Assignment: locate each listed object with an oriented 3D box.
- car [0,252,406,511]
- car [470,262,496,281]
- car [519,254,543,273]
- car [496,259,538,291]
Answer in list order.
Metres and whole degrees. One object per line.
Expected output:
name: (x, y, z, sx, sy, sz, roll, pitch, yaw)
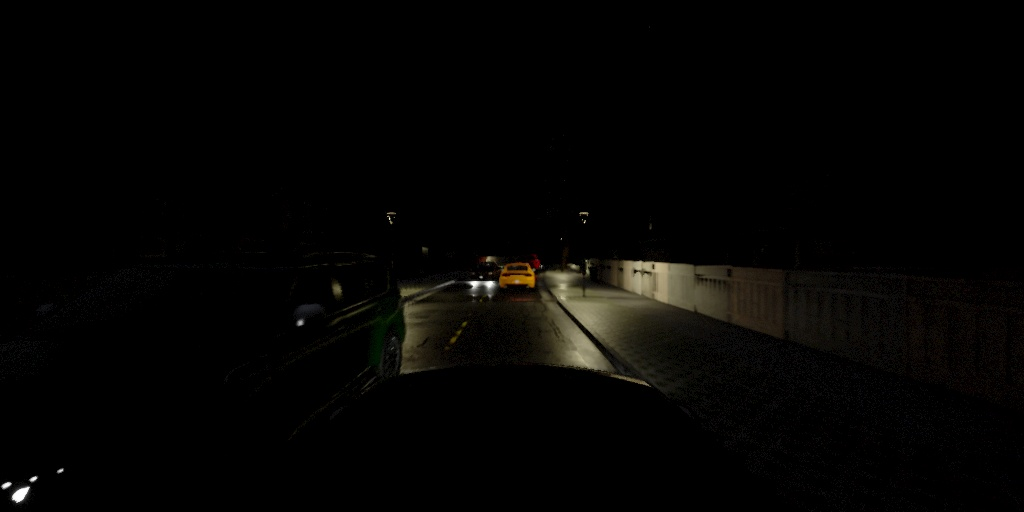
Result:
car: (-2.843, 0.965, 3.867, 2.150, 2.045, 5.566, 0, 0, 0)
car: (-2.107, 1.200, 29.582, 2.033, 1.411, 5.357, 0, 0, 5)
car: (1.934, 0.832, 39.495, 2.150, 2.045, 5.566, 0, 0, 7)
car: (0.353, 1.161, 21.132, 1.882, 1.535, 5.008, 0, 0, 2)
